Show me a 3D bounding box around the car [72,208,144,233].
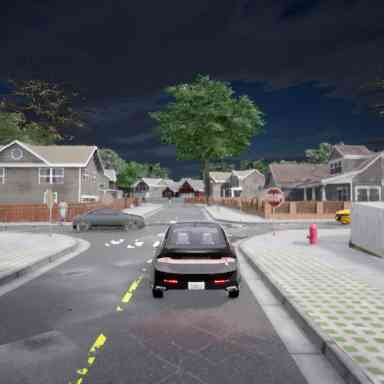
[{"bbox_3d":[-4.939,1.642,19.822,4.181,1.385,1.994,0,-1,-11],"label":"car"}]

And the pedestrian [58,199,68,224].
[{"bbox_3d":[-9.715,1.452,24.980,0.375,1.860,0.375,0,-1,1],"label":"pedestrian"}]

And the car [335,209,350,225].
[{"bbox_3d":[12.020,1.401,21.817,5.008,1.535,1.882,-1,-2,1],"label":"car"}]

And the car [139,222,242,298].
[{"bbox_3d":[0.077,1.505,8.510,2.128,1.511,4.902,0,0,0],"label":"car"}]
